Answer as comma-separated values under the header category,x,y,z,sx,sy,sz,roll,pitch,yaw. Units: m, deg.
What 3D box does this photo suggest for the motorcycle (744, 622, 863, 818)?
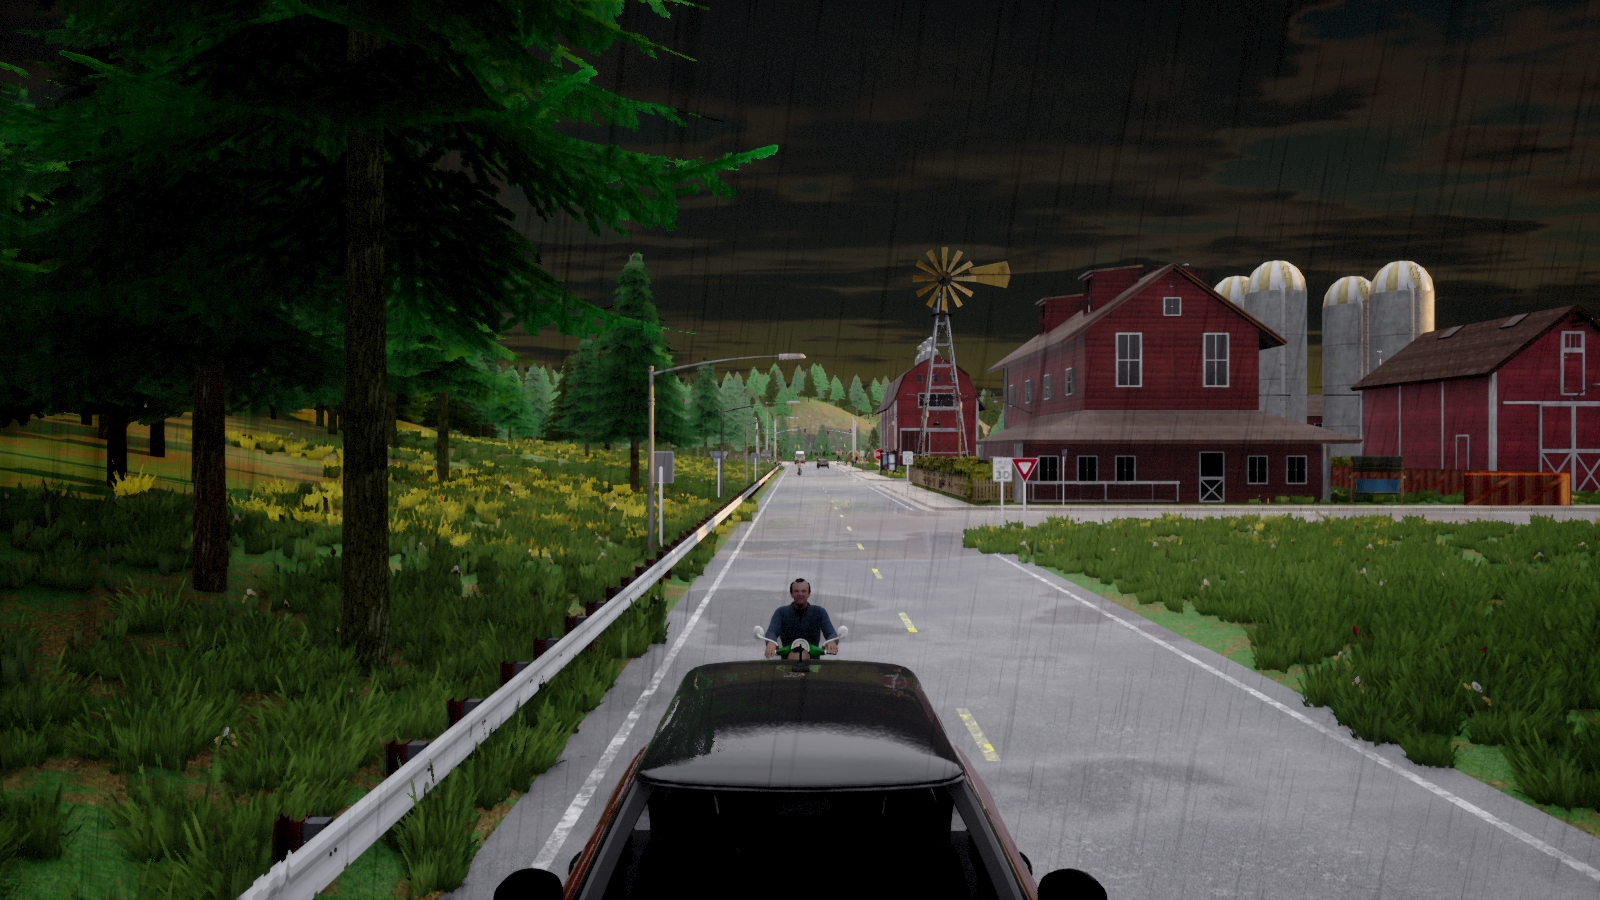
category,x,y,z,sx,sy,sz,roll,pitch,yaw
motorcycle,0.027,2.229,9.842,0.867,1.251,2.209,-2,-3,0

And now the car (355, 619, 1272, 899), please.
category,x,y,z,sx,sy,sz,roll,pitch,yaw
car,0.032,1.899,4.503,2.097,1.767,4.553,0,0,0
